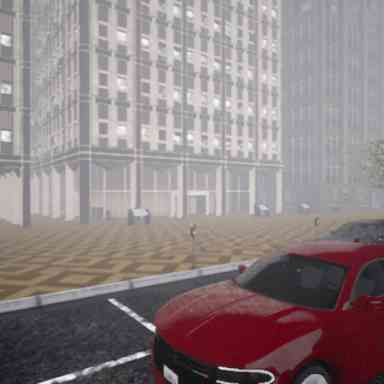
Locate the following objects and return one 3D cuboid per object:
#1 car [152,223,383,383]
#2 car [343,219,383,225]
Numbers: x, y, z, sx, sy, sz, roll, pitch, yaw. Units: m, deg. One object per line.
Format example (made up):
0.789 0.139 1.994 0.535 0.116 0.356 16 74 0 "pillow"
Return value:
1.845 1.477 4.612 5.008 1.535 1.882 0 0 -35 "car"
5.630 1.565 10.573 4.313 1.339 1.947 0 0 -35 "car"
